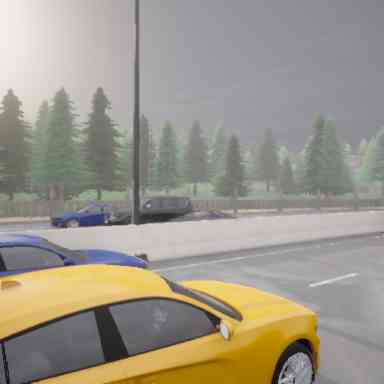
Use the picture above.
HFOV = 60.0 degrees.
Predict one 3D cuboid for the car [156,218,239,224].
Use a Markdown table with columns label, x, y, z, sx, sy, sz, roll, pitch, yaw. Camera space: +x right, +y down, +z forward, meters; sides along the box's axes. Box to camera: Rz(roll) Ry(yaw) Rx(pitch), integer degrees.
| label | x | y | z | sx | sy | sz | roll | pitch | yaw |
| --- | --- | --- | --- | --- | --- | --- | --- | --- | --- |
| car | 0.577 | 1.612 | 17.253 | 4.181 | 1.385 | 1.994 | 0 | 0 | -35 |

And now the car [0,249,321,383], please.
| label | x | y | z | sx | sy | sz | roll | pitch | yaw |
| --- | --- | --- | --- | --- | --- | --- | --- | --- | --- |
| car | -0.798 | 1.483 | 3.175 | 5.008 | 1.535 | 1.882 | 0 | 0 | -35 |

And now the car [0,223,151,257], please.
| label | x | y | z | sx | sy | sz | roll | pitch | yaw |
| --- | --- | --- | --- | --- | --- | --- | --- | --- | --- |
| car | -3.135 | 1.481 | 5.807 | 5.008 | 1.535 | 1.882 | 0 | 0 | -35 |

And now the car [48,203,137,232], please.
| label | x | y | z | sx | sy | sz | roll | pitch | yaw |
| --- | --- | --- | --- | --- | --- | --- | --- | --- | --- |
| car | -6.197 | 1.511 | 21.044 | 5.008 | 1.535 | 1.882 | 0 | 0 | -35 |
